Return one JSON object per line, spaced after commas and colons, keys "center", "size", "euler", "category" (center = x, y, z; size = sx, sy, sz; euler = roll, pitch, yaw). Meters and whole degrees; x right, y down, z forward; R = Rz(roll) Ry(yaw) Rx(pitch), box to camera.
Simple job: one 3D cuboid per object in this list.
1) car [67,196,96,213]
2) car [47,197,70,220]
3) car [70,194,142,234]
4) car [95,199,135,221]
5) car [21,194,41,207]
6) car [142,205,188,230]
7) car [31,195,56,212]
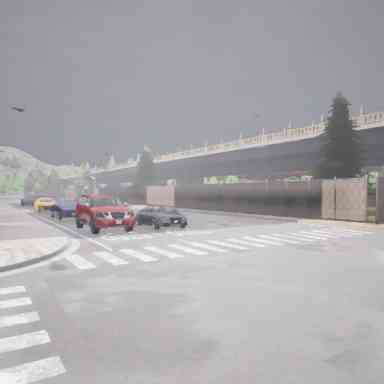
{"center": [-12.561, 1.298, 37.669], "size": [2.097, 1.767, 4.553], "euler": [0, 0, -32], "category": "car"}
{"center": [-10.427, 1.421, 27.634], "size": [1.882, 1.535, 5.008], "euler": [0, 0, -32], "category": "car"}
{"center": [-5.160, 1.166, 19.178], "size": [2.150, 2.045, 5.566], "euler": [0, 0, -32], "category": "car"}
{"center": [-6.633, 1.448, 28.165], "size": [1.837, 1.490, 4.892], "euler": [0, 0, -32], "category": "car"}
{"center": [-25.196, 1.291, 51.466], "size": [2.097, 1.767, 4.553], "euler": [0, 0, -32], "category": "car"}
{"center": [-1.974, 1.510, 20.702], "size": [1.994, 1.385, 4.181], "euler": [0, 0, -32], "category": "car"}
{"center": [-16.477, 1.420, 37.335], "size": [1.882, 1.535, 5.008], "euler": [0, 0, -32], "category": "car"}
